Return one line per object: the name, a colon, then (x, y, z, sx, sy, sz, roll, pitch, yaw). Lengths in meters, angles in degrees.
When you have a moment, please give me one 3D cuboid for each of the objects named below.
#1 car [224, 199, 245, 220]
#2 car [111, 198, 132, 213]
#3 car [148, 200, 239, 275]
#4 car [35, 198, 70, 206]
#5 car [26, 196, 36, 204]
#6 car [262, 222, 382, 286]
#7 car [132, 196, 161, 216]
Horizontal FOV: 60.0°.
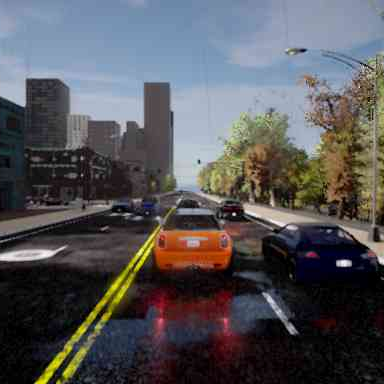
car: (3.002, 1.346, 26.421, 1.837, 1.490, 4.892, 0, 0, -1)
car: (-7.056, 1.340, 34.836, 2.033, 1.411, 5.357, 0, 0, -1)
car: (0.001, 1.289, 10.401, 2.097, 1.767, 4.553, 0, 0, -1)
car: (-20.704, 1.520, 50.267, 4.313, 1.339, 1.947, -1, 2, -1)
car: (-29.178, 1.468, 58.639, 4.403, 1.369, 2.008, -1, 2, -1)
car: (3.268, 1.507, 9.209, 1.994, 1.385, 4.181, 0, 0, -1)
car: (-3.742, 1.172, 29.974, 2.097, 1.767, 4.553, 0, 0, -1)
